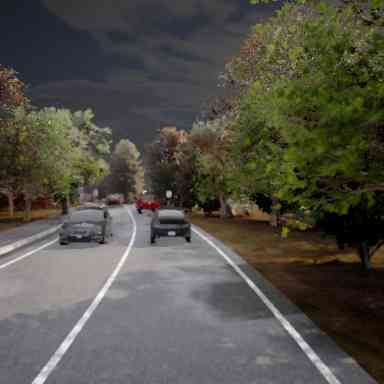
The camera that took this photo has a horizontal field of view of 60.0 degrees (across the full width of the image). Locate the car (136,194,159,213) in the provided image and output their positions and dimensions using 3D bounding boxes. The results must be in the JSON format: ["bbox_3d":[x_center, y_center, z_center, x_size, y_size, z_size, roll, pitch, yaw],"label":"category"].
[{"bbox_3d":[-4.959,1.235,36.714,2.150,2.045,5.566,1,0,-13],"label":"car"}]

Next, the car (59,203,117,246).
[{"bbox_3d":[-4.714,1.496,15.405,1.837,1.490,4.892,1,0,-8],"label":"car"}]

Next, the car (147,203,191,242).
[{"bbox_3d":[-1.166,1.522,16.631,1.837,1.490,4.892,1,0,-7],"label":"car"}]

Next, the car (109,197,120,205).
[{"bbox_3d":[-13.001,1.540,55.853,1.895,1.301,4.718,1,0,-12],"label":"car"}]
